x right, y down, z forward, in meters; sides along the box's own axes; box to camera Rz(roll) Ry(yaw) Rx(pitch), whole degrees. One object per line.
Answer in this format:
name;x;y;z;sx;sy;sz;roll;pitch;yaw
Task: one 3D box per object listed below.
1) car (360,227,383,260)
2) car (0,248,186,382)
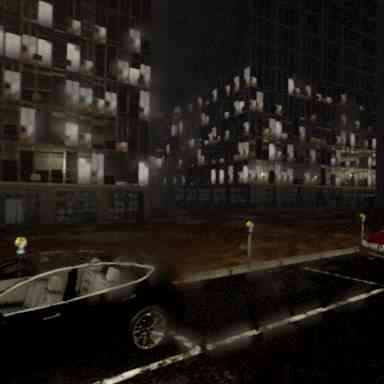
car;7.301;1.565;10.949;4.206;1.307;1.802;0;1;-33
car;-2.090;1.562;4.583;4.313;1.339;1.947;0;1;-35
